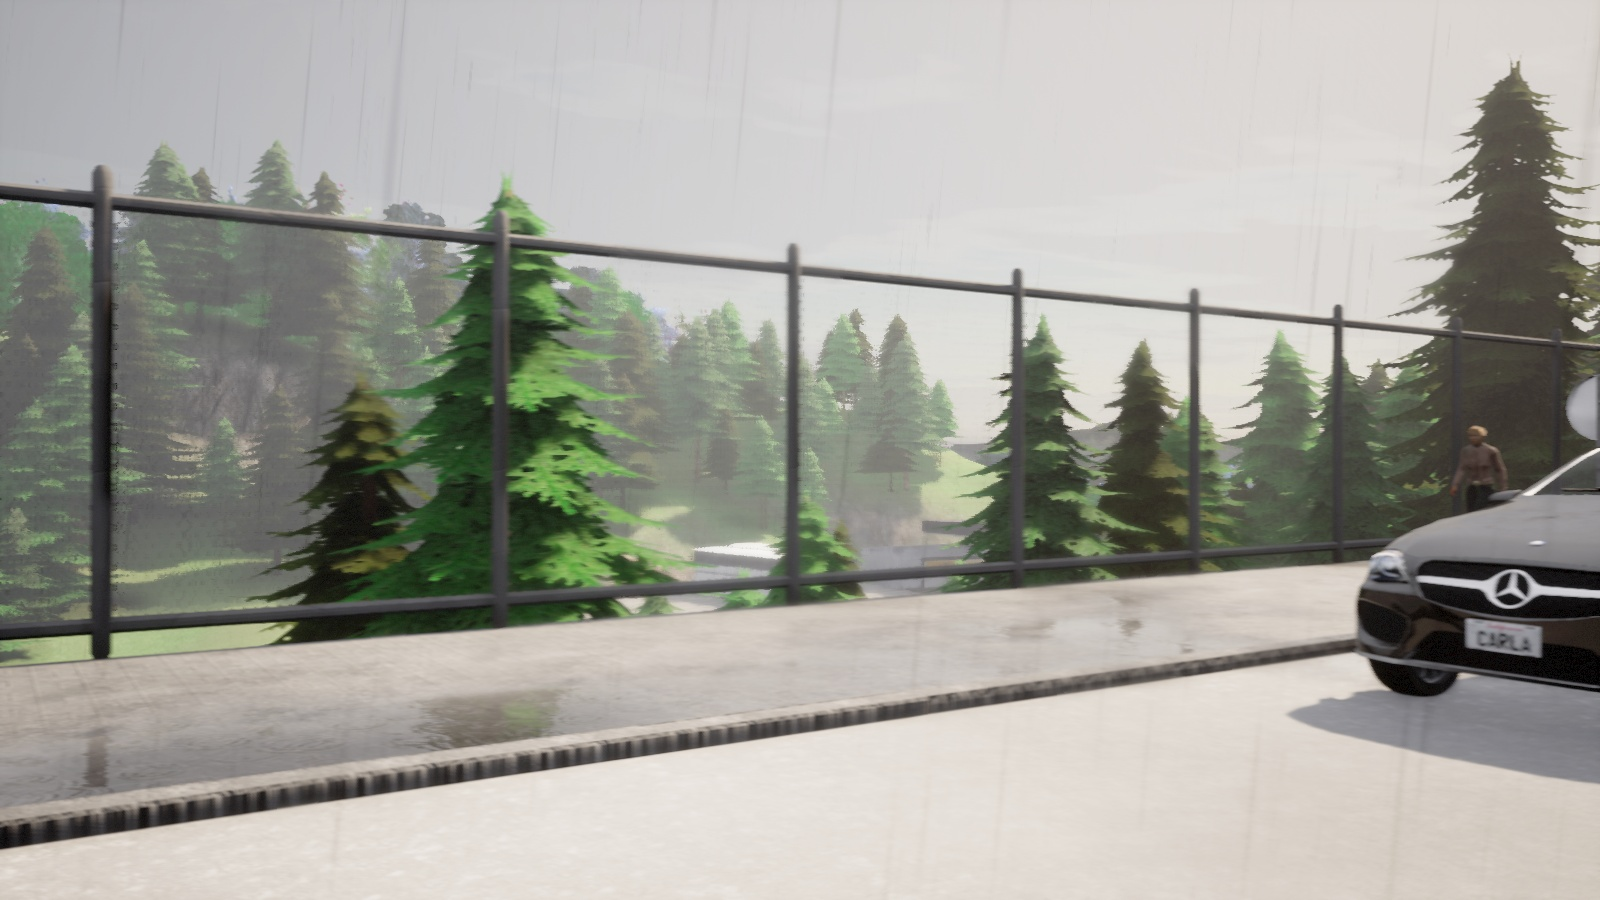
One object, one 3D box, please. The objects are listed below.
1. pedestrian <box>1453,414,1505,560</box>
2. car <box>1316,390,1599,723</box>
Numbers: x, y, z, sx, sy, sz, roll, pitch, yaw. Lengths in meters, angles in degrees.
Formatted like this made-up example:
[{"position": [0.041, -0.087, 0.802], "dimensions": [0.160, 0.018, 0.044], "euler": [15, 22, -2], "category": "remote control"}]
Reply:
[{"position": [8.767, 0.472, 16.221], "dimensions": [0.634, 1.846, 0.331], "euler": [0, 0, -34], "category": "pedestrian"}, {"position": [5.794, 0.529, 8.029], "dimensions": [5.027, 1.651, 2.152], "euler": [0, 0, -33], "category": "car"}]
